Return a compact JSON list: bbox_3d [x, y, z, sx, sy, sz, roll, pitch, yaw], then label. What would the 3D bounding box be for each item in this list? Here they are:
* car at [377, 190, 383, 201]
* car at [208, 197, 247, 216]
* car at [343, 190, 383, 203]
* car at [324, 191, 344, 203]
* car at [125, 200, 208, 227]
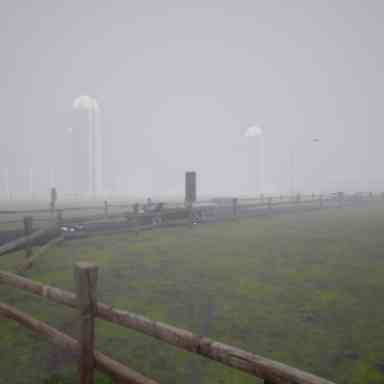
[{"bbox_3d":[28.092,0.403,47.018,4.892,1.490,1.837,-1,0,-42],"label":"car"},{"bbox_3d":[2.333,1.098,27.307,5.357,1.411,2.033,-1,0,-42],"label":"car"},{"bbox_3d":[20.841,0.630,40.317,5.357,1.411,2.033,-1,0,-42],"label":"car"},{"bbox_3d":[18.559,0.639,42.090,4.892,1.490,1.837,-1,0,-42],"label":"car"},{"bbox_3d":[-1.538,1.259,19.898,4.718,1.301,1.895,-1,0,-42],"label":"car"}]
